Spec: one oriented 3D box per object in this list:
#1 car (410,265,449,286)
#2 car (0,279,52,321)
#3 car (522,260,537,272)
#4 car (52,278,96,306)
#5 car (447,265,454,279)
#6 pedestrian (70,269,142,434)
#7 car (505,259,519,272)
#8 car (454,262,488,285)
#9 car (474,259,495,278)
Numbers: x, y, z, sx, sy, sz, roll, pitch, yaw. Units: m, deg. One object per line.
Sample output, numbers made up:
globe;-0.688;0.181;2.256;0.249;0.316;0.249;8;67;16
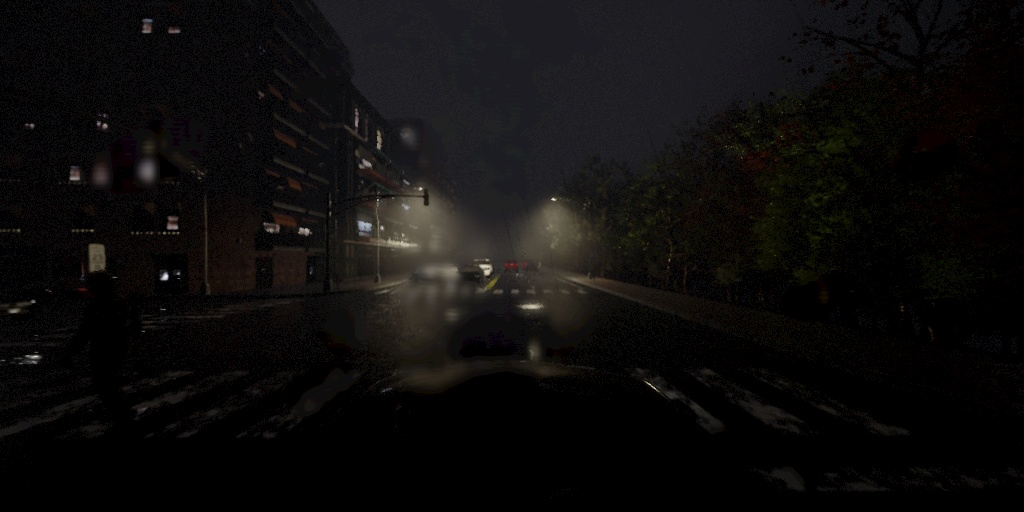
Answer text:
car;-6.631;1.636;28.686;1.895;1.301;4.718;0;-1;0
car;-19.072;1.608;12.071;4.674;1.442;1.812;-1;-1;0
car;3.192;1.858;60.327;1.882;1.535;5.008;0;-1;0
car;-22.797;1.765;17.922;4.207;1.307;1.802;0;0;-1
car;-6.633;1.657;37.610;1.812;1.442;4.674;0;-1;0
pedestrian;-4.637;1.078;4.126;0.375;1.860;0.375;0;-1;0
car;-0.059;1.602;60.356;2.150;2.045;5.566;0;-1;0
car;-3.376;1.529;30.202;1.882;1.535;5.008;0;-1;0
car;-3.386;1.380;40.136;2.150;2.045;5.566;0;-1;0
